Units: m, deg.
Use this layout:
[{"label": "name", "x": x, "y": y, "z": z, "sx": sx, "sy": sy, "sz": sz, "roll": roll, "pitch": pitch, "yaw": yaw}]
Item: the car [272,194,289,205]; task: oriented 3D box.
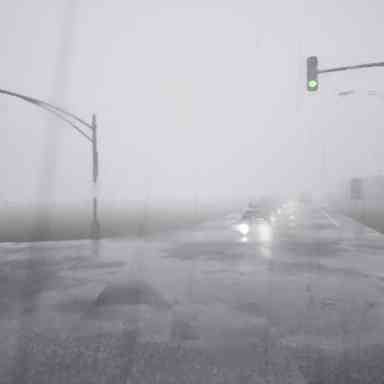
[{"label": "car", "x": 14.177, "y": 1.154, "z": 53.102, "sx": 2.128, "sy": 1.511, "sz": 4.902, "roll": -1, "pitch": 0, "yaw": 20}]

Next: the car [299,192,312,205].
[{"label": "car", "x": 17.235, "y": 1.161, "z": 50.844, "sx": 2.033, "sy": 1.411, "sz": 5.357, "roll": -1, "pitch": 0, "yaw": 18}]

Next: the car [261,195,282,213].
[{"label": "car", "x": 7.962, "y": 1.299, "z": 34.831, "sx": 2.128, "sy": 1.511, "sz": 4.902, "roll": -1, "pitch": 0, "yaw": 18}]

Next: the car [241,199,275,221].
[{"label": "car", "x": 5.096, "y": 1.473, "z": 25.958, "sx": 1.895, "sy": 1.301, "sz": 4.718, "roll": -1, "pitch": 0, "yaw": 18}]

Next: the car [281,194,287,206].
[{"label": "car", "x": 10.918, "y": 1.230, "z": 43.716, "sx": 2.128, "sy": 1.511, "sz": 4.902, "roll": -1, "pitch": 0, "yaw": 19}]
